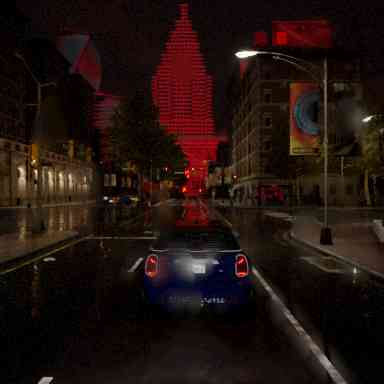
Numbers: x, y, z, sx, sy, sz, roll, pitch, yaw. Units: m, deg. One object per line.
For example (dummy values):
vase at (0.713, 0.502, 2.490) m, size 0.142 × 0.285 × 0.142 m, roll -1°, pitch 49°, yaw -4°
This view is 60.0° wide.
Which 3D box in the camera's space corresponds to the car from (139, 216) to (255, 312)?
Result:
car at (0.100, 1.352, 7.891) m, size 2.097 × 1.767 × 4.553 m, roll 0°, pitch 0°, yaw 0°

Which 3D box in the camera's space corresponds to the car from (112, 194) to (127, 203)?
car at (-14.770, 1.352, 68.009) m, size 2.097 × 1.767 × 4.553 m, roll 0°, pitch 0°, yaw 0°

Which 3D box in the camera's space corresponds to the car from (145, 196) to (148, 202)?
car at (-11.243, 1.553, 75.746) m, size 1.994 × 1.385 × 4.181 m, roll 0°, pitch 0°, yaw 0°

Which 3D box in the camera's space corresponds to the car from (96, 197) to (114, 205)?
car at (-14.881, 1.547, 57.899) m, size 2.033 × 1.411 × 5.357 m, roll 0°, pitch 0°, yaw 0°

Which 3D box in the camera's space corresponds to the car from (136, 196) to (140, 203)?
car at (-11.306, 1.478, 65.873) m, size 1.882 × 1.535 × 5.008 m, roll 0°, pitch 0°, yaw 1°

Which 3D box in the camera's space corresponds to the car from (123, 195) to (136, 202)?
car at (-14.734, 1.525, 78.410) m, size 2.128 × 1.511 × 4.902 m, roll 0°, pitch 0°, yaw 0°

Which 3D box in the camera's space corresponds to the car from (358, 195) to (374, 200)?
car at (34.678, 1.481, 68.615) m, size 2.231 × 1.521 × 4.892 m, roll 0°, pitch 0°, yaw 0°

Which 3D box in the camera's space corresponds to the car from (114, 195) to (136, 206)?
car at (-11.391, 1.526, 56.725) m, size 1.812 × 1.442 × 4.674 m, roll 0°, pitch 0°, yaw 0°

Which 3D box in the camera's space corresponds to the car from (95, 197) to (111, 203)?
car at (-18.021, 1.595, 67.401) m, size 1.895 × 1.301 × 4.718 m, roll 0°, pitch 0°, yaw 0°
